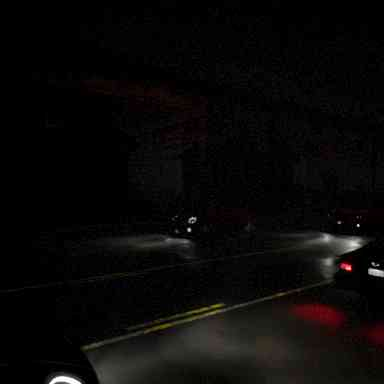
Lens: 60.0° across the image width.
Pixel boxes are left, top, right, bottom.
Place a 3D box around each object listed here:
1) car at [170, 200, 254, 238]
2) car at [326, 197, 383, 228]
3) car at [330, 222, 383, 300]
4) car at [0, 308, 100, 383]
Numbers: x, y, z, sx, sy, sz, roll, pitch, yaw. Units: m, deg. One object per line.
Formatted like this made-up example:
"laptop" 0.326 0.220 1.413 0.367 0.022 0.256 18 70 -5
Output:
"car" 1.090 1.351 17.641 4.553 1.767 2.097 0 0 -35
"car" 10.340 1.327 19.857 5.566 2.045 2.150 0 0 -36
"car" 5.467 1.547 7.658 5.357 1.411 2.033 0 0 -36
"car" -2.769 1.352 1.753 4.553 1.767 2.097 0 0 -36
